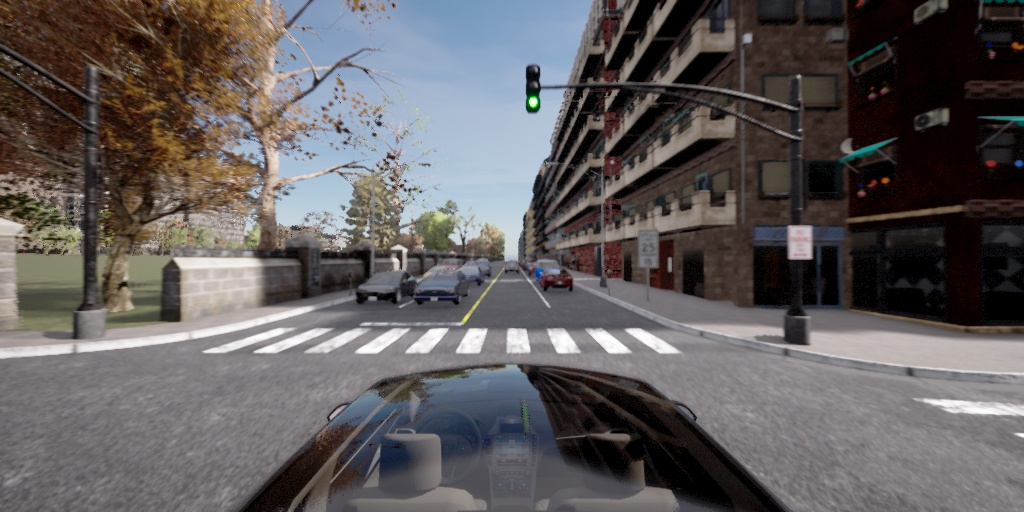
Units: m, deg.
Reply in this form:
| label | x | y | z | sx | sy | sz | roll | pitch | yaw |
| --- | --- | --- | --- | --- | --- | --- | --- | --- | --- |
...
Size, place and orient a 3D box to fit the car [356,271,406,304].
| label | x | y | z | sx | sy | sz | roll | pitch | yaw |
| --- | --- | --- | --- | --- | --- | --- | --- | --- | --- |
| car | -5.690 | 1.376 | 16.802 | 1.948 | 1.339 | 4.313 | 0 | 0 | 0 |

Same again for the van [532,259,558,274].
| label | x | y | z | sx | sy | sz | roll | pitch | yaw |
| --- | --- | --- | --- | --- | --- | --- | --- | --- | --- |
| van | 2.691 | 1.199 | 28.063 | 1.690 | 1.789 | 3.998 | 0 | 0 | 0 |

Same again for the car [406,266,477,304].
| label | x | y | z | sx | sy | sz | roll | pitch | yaw |
| --- | --- | --- | --- | --- | --- | --- | --- | --- | --- |
| car | -3.094 | 1.358 | 16.918 | 2.033 | 1.411 | 5.357 | 0 | 0 | 0 |

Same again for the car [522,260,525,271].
| label | x | y | z | sx | sy | sz | roll | pitch | yaw |
| --- | --- | --- | --- | --- | --- | --- | --- | --- | --- |
| car | 2.689 | 1.489 | 44.953 | 2.007 | 1.370 | 4.403 | 0 | 0 | 0 |

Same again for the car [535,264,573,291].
| label | x | y | z | sx | sy | sz | roll | pitch | yaw |
| --- | --- | --- | --- | --- | --- | --- | --- | --- | --- |
| car | 2.691 | 1.379 | 22.432 | 1.888 | 1.381 | 4.507 | 0 | 0 | 0 |

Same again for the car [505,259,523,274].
| label | x | y | z | sx | sy | sz | roll | pitch | yaw |
| --- | --- | --- | --- | --- | --- | --- | --- | --- | --- |
| car | -0.001 | 1.487 | 45.104 | 2.033 | 1.411 | 5.357 | 0 | 0 | 0 |

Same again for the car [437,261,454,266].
| label | x | y | z | sx | sy | sz | roll | pitch | yaw |
| --- | --- | --- | --- | --- | --- | --- | --- | --- | --- |
| car | -5.690 | 1.384 | 27.893 | 1.751 | 1.417 | 4.829 | 0 | 0 | 0 |

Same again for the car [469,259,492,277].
| label | x | y | z | sx | sy | sz | roll | pitch | yaw |
| --- | --- | --- | --- | --- | --- | --- | --- | --- | --- |
| car | -3.063 | 1.392 | 37.120 | 2.128 | 1.511 | 4.902 | 0 | 0 | 0 |

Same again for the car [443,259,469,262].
| label | x | y | z | sx | sy | sz | roll | pitch | yaw |
| --- | --- | --- | --- | --- | --- | --- | --- | --- | --- |
| car | -5.690 | 1.199 | 33.693 | 2.192 | 1.841 | 5.009 | 0 | 0 | 0 |

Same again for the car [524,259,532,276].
| label | x | y | z | sx | sy | sz | roll | pitch | yaw |
| --- | --- | --- | --- | --- | --- | --- | --- | --- | --- |
| car | 2.690 | 1.351 | 39.323 | 1.967 | 1.591 | 4.097 | 0 | 0 | 0 |

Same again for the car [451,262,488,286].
| label | x | y | z | sx | sy | sz | roll | pitch | yaw |
| --- | --- | --- | --- | --- | --- | --- | --- | --- | --- |
| car | -3.083 | 1.378 | 26.737 | 1.812 | 1.442 | 4.674 | 0 | 0 | 0 |
